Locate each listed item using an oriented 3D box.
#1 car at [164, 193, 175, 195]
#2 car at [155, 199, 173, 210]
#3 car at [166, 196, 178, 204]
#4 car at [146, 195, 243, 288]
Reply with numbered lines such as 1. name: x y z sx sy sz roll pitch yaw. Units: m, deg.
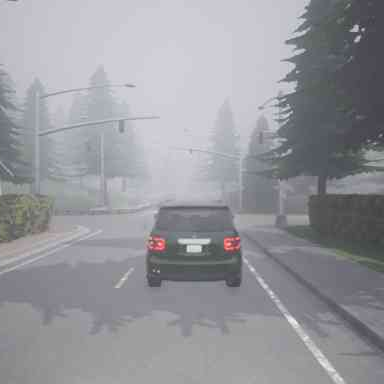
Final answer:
1. car: -3.625 1.221 53.821 2.150 2.045 5.566 0 0 -1
2. car: -3.627 1.601 43.912 1.895 1.301 4.718 0 0 0
3. car: -3.921 1.505 64.250 1.837 1.490 4.892 0 0 -8
4. car: 0.059 1.223 9.369 2.150 2.045 5.566 0 0 0
